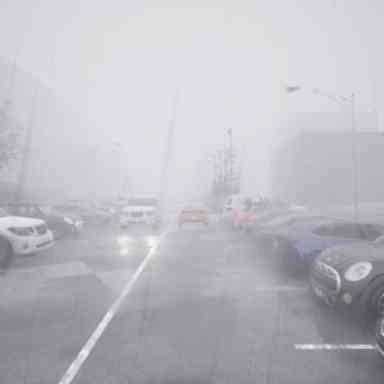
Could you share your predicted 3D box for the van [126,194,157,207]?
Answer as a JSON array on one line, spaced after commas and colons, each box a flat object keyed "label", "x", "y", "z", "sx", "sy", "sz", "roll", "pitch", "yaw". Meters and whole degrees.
[{"label": "van", "x": -7.556, "y": 1.258, "z": 50.144, "sx": 4.442, "sy": 1.987, "sz": 1.878, "roll": 0, "pitch": 0, "yaw": 0}]

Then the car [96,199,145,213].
[{"label": "car", "x": -7.695, "y": 1.512, "z": 36.173, "sx": 4.792, "sy": 1.488, "sz": 2.163, "roll": 0, "pitch": 0, "yaw": 0}]

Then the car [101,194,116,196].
[{"label": "car", "x": -7.692, "y": 1.230, "z": 30.587, "sx": 5.566, "sy": 2.045, "sz": 2.435, "roll": 0, "pitch": 0, "yaw": 0}]

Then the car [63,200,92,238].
[{"label": "car", "x": -7.689, "y": 1.355, "z": 16.495, "sx": 4.553, "sy": 1.767, "sz": 2.185, "roll": 0, "pitch": 0, "yaw": 0}]

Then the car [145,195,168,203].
[{"label": "car", "x": -7.713, "y": 1.515, "z": 72.493, "sx": 4.792, "sy": 1.488, "sz": 2.163, "roll": 0, "pitch": 0, "yaw": 0}]

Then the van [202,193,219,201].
[{"label": "van", "x": 4.757, "y": 1.289, "z": 86.709, "sx": 4.442, "sy": 1.987, "sz": 1.878, "roll": 0, "pitch": -1, "yaw": 0}]

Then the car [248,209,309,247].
[{"label": "car", "x": 4.671, "y": 1.521, "z": 12.349, "sx": 4.674, "sy": 1.452, "sz": 2.002, "roll": 0, "pitch": 0, "yaw": 0}]

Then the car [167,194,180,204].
[{"label": "car", "x": -3.052, "y": 1.552, "z": 62.726, "sx": 2.033, "sy": 1.411, "sz": 5.357, "roll": 0, "pitch": 0, "yaw": 1}]

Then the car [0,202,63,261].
[{"label": "car", "x": -7.627, "y": 1.229, "z": 11.033, "sx": 5.566, "sy": 2.045, "sz": 2.435, "roll": 0, "pitch": 0, "yaw": 0}]

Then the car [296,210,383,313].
[{"label": "car", "x": 4.708, "y": 1.355, "z": 6.472, "sx": 4.553, "sy": 1.767, "sz": 2.185, "roll": 0, "pitch": 0, "yaw": 0}]

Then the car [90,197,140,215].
[{"label": "car", "x": -7.634, "y": 1.356, "z": 33.382, "sx": 4.553, "sy": 1.767, "sz": 2.185, "roll": 0, "pitch": 0, "yaw": 0}]

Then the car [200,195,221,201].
[{"label": "car", "x": 4.647, "y": 1.492, "z": 83.933, "sx": 5.008, "sy": 1.535, "sz": 2.097, "roll": 0, "pitch": 0, "yaw": 0}]

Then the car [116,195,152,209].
[{"label": "car", "x": -7.701, "y": 1.357, "z": 44.555, "sx": 4.553, "sy": 1.767, "sz": 2.185, "roll": 0, "pitch": 0, "yaw": 0}]

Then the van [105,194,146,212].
[{"label": "van", "x": -7.785, "y": 1.257, "z": 38.969, "sx": 4.442, "sy": 1.987, "sz": 1.878, "roll": 0, "pitch": 0, "yaw": 0}]

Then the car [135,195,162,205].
[{"label": "car", "x": -7.645, "y": 1.358, "z": 58.523, "sx": 4.553, "sy": 1.767, "sz": 2.185, "roll": 0, "pitch": 0, "yaw": 0}]

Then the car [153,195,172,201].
[{"label": "car", "x": -7.719, "y": 1.540, "z": 86.440, "sx": 4.792, "sy": 1.488, "sz": 2.163, "roll": 0, "pitch": 0, "yaw": 0}]

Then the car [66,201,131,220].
[{"label": "car", "x": -7.692, "y": 1.511, "z": 27.795, "sx": 4.792, "sy": 1.488, "sz": 2.163, "roll": 0, "pitch": 0, "yaw": 0}]

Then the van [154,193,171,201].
[{"label": "van", "x": -7.808, "y": 1.328, "z": 89.229, "sx": 4.442, "sy": 1.987, "sz": 1.878, "roll": 0, "pitch": -1, "yaw": 0}]

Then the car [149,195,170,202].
[{"label": "car", "x": -7.657, "y": 1.515, "z": 78.080, "sx": 4.792, "sy": 1.488, "sz": 2.163, "roll": 0, "pitch": 0, "yaw": 0}]

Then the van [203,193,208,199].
[{"label": "van", "x": 4.769, "y": 1.259, "z": 61.603, "sx": 4.442, "sy": 1.987, "sz": 1.878, "roll": 0, "pitch": 0, "yaw": 0}]

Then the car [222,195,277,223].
[{"label": "car", "x": 4.698, "y": 1.230, "z": 21.163, "sx": 5.566, "sy": 2.045, "sz": 2.435, "roll": 0, "pitch": 0, "yaw": 0}]

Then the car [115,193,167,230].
[{"label": "car", "x": -3.109, "y": 1.223, "z": 21.494, "sx": 2.150, "sy": 2.045, "sz": 5.566, "roll": 0, "pitch": 0, "yaw": 0}]

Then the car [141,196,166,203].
[{"label": "car", "x": -7.709, "y": 1.514, "z": 66.905, "sx": 4.792, "sy": 1.488, "sz": 2.163, "roll": 0, "pitch": 0, "yaw": 0}]

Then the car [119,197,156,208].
[{"label": "car", "x": -7.667, "y": 1.483, "z": 47.225, "sx": 5.008, "sy": 1.535, "sz": 2.097, "roll": 0, "pitch": 0, "yaw": 0}]

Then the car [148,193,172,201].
[{"label": "car", "x": -7.659, "y": 1.235, "z": 80.874, "sx": 5.566, "sy": 2.045, "sz": 2.435, "roll": 0, "pitch": 0, "yaw": 0}]

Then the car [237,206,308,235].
[{"label": "car", "x": 4.670, "y": 1.521, "z": 15.411, "sx": 4.674, "sy": 1.452, "sz": 2.002, "roll": 0, "pitch": 0, "yaw": 0}]

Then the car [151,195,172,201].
[{"label": "car", "x": -7.688, "y": 1.490, "z": 83.608, "sx": 5.008, "sy": 1.535, "sz": 2.097, "roll": 0, "pitch": 0, "yaw": 0}]

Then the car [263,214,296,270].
[{"label": "car", "x": 4.705, "y": 1.510, "z": 9.410, "sx": 4.792, "sy": 1.488, "sz": 2.163, "roll": 0, "pitch": 0, "yaw": 0}]

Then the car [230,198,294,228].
[{"label": "car", "x": 4.640, "y": 1.356, "z": 18.350, "sx": 4.553, "sy": 1.767, "sz": 2.185, "roll": 0, "pitch": 0, "yaw": 0}]

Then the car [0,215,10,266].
[{"label": "car", "x": -7.648, "y": 1.480, "z": 8.238, "sx": 5.008, "sy": 1.535, "sz": 2.097, "roll": 0, "pitch": 0, "yaw": 0}]

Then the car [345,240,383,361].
[{"label": "car", "x": 4.684, "y": 1.481, "z": 3.659, "sx": 4.892, "sy": 1.521, "sz": 2.231, "roll": 0, "pitch": 0, "yaw": 0}]

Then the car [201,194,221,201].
[{"label": "car", "x": 4.612, "y": 1.361, "z": 81.143, "sx": 4.553, "sy": 1.767, "sz": 2.185, "roll": 0, "pitch": 0, "yaw": 0}]

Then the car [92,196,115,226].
[{"label": "car", "x": -7.693, "y": 1.356, "z": 25.001, "sx": 4.553, "sy": 1.767, "sz": 2.185, "roll": 0, "pitch": 0, "yaw": 0}]

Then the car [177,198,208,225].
[{"label": "car", "x": 0.089, "y": 1.479, "z": 23.853, "sx": 1.882, "sy": 1.535, "sz": 5.008, "roll": 0, "pitch": 0, "yaw": 0}]
